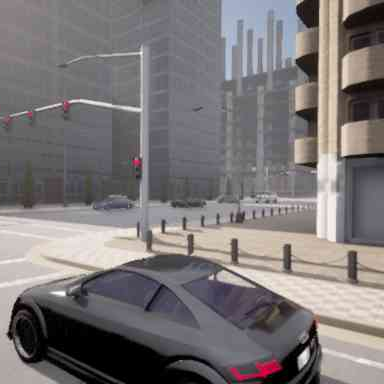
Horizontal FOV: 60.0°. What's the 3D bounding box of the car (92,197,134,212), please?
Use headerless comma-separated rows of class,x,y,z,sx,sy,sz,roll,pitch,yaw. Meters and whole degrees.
car,-7.932,1.211,33.962,1.812,1.442,4.674,1,0,36

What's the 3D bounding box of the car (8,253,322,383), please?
car,-0.560,1.535,4.360,4.181,1.385,1.994,1,0,35

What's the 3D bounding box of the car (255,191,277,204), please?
car,12.626,0.921,56.393,2.150,2.045,5.566,1,0,36

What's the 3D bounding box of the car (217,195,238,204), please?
car,5.754,1.245,52.942,1.994,1.385,4.181,1,0,36

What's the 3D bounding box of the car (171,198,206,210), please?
car,-0.386,1.318,38.463,1.895,1.301,4.718,1,0,36
